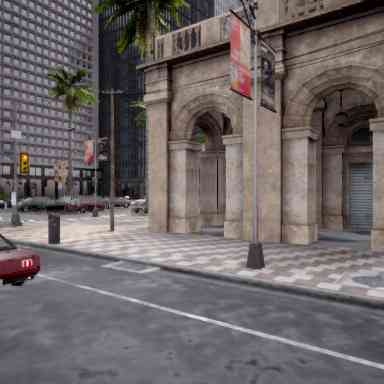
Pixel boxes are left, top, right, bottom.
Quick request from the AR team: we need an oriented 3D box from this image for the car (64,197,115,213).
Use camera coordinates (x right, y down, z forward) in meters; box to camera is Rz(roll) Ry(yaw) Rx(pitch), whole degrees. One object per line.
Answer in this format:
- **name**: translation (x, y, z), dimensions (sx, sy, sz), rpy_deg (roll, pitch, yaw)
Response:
- **car**: translation (-11.401, 1.352, 37.091), dimensions (2.097, 1.767, 4.553), rpy_deg (0, 0, 36)

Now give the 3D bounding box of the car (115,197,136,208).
- **car**: translation (-10.423, 1.491, 44.770), dimensions (2.128, 1.511, 4.902), rpy_deg (0, 0, 36)

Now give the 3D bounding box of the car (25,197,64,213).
- **car**: translation (-15.728, 1.601, 37.415), dimensions (1.895, 1.301, 4.718), rpy_deg (0, 0, 36)

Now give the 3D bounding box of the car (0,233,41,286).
- **car**: translation (-5.792, 1.601, 8.180), dimensions (4.718, 1.301, 1.895), rpy_deg (0, 0, 37)

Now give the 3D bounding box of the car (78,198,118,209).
- **car**: translation (-13.195, 1.547, 46.914), dimensions (2.033, 1.411, 5.357), rpy_deg (0, 0, 36)

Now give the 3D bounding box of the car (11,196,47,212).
- **car**: translation (-18.733, 1.352, 39.233), dimensions (2.097, 1.767, 4.553), rpy_deg (0, 0, 36)

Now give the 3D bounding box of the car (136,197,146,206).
- **car**: translation (-7.478, 1.526, 54.818), dimensions (1.812, 1.442, 4.674), rpy_deg (0, 0, 36)

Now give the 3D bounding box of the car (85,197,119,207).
- **car**: translation (-13.870, 1.513, 51.260), dimensions (2.161, 1.482, 4.786), rpy_deg (0, 0, 35)
